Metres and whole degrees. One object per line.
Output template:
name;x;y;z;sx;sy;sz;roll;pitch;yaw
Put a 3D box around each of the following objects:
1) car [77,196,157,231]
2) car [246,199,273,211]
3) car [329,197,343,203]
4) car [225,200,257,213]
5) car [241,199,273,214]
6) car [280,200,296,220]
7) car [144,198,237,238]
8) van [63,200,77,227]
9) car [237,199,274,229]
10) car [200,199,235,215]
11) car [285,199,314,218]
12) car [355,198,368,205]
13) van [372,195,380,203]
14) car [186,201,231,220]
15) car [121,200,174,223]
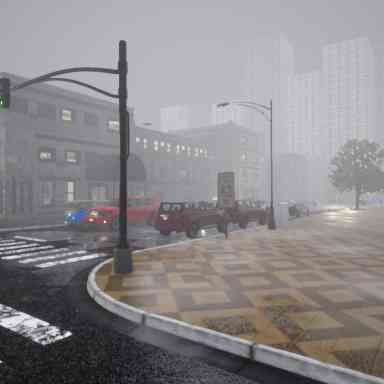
car;-4.285;1.285;21.647;2.150;2.045;5.566;0;0;35
car;9.237;1.722;45.198;2.008;1.369;4.403;-1;-1;35
car;34.796;1.915;81.249;2.008;1.369;4.403;-1;-1;35
car;6.042;1.701;40.691;2.008;1.369;4.403;-1;-1;35
car;7.581;1.639;38.355;1.837;1.490;4.892;0;0;36
car;6.490;1.616;26.834;1.887;1.381;4.507;-1;-1;35
car;0.099;1.350;17.823;2.192;1.841;5.009;-1;-1;35
van;-6.738;1.414;22.668;1.690;1.788;3.998;-1;0;35
car;3.294;1.368;22.330;2.192;1.841;5.009;-1;-1;35
car;2.847;1.570;36.187;1.967;1.590;4.097;-1;-1;35
car;9.686;1.657;31.341;1.947;1.339;4.313;-1;-1;35
car;32.050;1.801;62.885;2.008;1.369;4.403;-1;-1;35
van;44.828;1.694;80.914;1.690;1.788;3.998;-1;-1;35
car;1.550;1.622;29.858;1.812;1.442;4.674;0;0;36
car;-3.543;1.531;27.173;1.967;1.590;4.097;-1;-1;35
